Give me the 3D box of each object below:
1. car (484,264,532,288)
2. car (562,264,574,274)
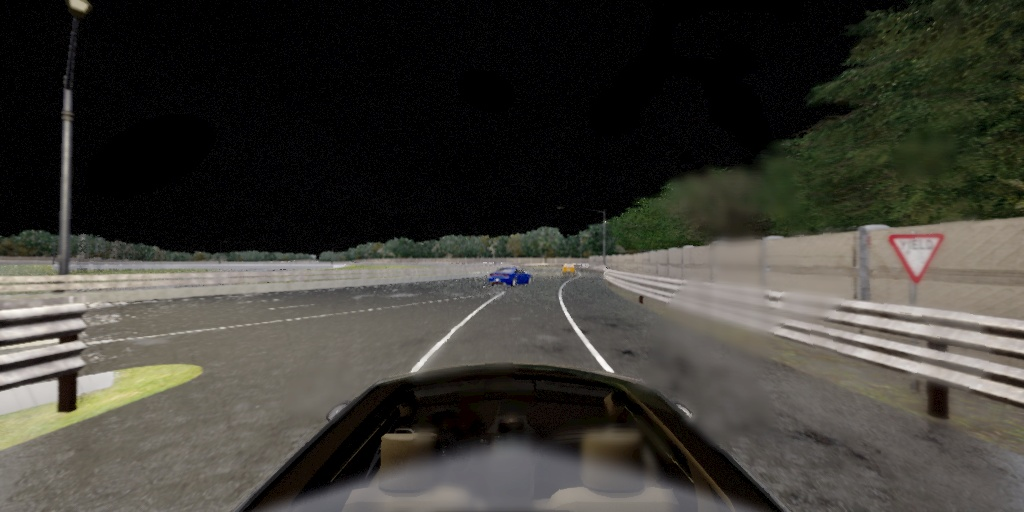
[{"bbox_3d":[-0.025,1.624,28.377,1.882,1.535,5.008,0,-1,26],"label":"car"},{"bbox_3d":[9.341,2.125,59.422,1.882,1.535,5.008,0,-1,8],"label":"car"}]
